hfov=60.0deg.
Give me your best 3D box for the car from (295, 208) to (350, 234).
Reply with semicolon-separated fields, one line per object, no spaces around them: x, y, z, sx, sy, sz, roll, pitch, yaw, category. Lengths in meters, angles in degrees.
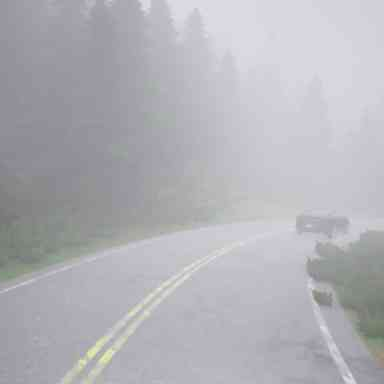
7.629;1.676;19.172;1.882;1.535;5.008;4;1;38;car
